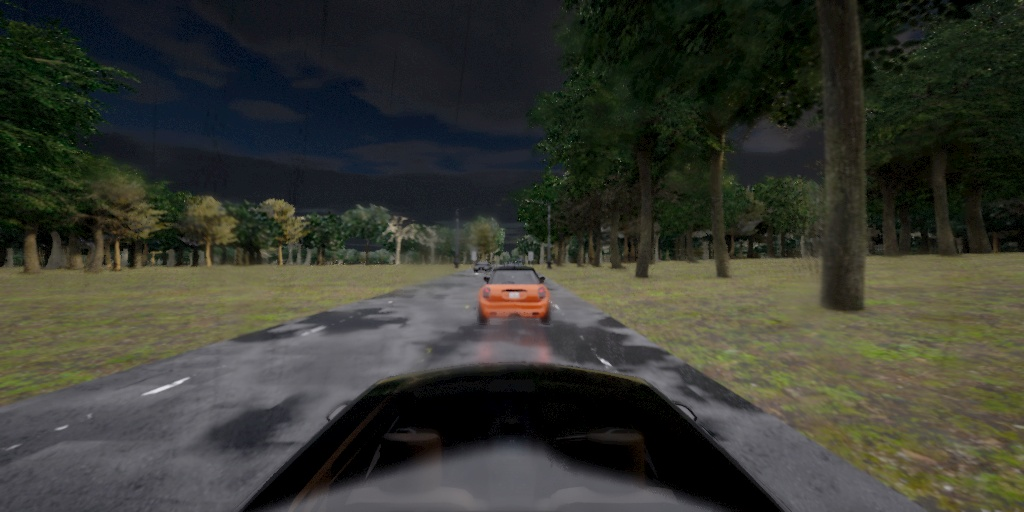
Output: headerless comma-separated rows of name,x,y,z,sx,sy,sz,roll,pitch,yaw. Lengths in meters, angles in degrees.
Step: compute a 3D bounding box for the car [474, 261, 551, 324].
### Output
car,0.080,1.100,12.111,2.097,1.767,4.553,0,0,0
